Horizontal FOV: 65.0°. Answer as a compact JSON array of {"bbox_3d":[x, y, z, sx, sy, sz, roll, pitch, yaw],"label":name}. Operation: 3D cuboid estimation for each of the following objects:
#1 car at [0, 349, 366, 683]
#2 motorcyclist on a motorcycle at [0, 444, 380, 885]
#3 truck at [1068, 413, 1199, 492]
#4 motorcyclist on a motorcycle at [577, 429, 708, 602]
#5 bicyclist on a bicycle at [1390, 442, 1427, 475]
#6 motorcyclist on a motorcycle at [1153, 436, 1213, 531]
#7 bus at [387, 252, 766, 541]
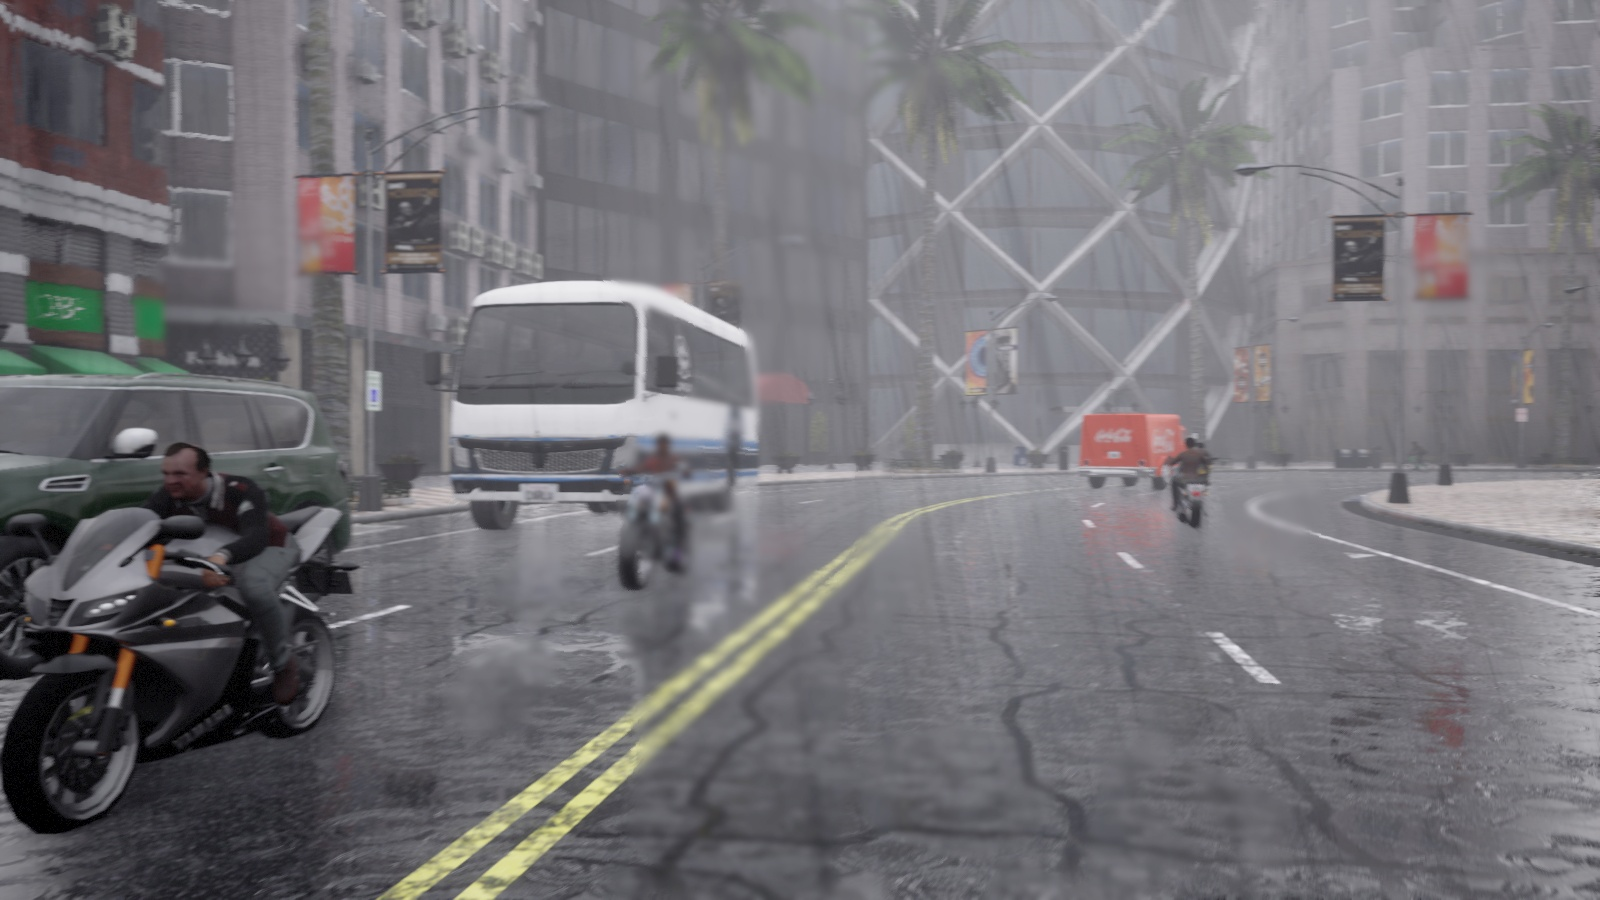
[{"bbox_3d":[-5.692,0.393,9.614,2.150,2.045,5.566,0,0,8],"label":"car"},{"bbox_3d":[-2.771,0.741,5.507,0.866,1.530,2.191,0,0,8],"label":"motorcyclist on a motorcycle"},{"bbox_3d":[11.244,0.052,42.052,2.627,2.467,5.204,0,0,34],"label":"truck"},{"bbox_3d":[-1.602,0.616,13.227,0.766,1.649,2.350,0,1,9],"label":"motorcyclist on a motorcycle"},{"bbox_3d":[30.782,0.429,63.526,1.656,1.620,0.582,0,1,-12],"label":"bicyclist on a bicycle"},{"bbox_3d":[7.003,0.586,23.058,0.766,1.649,2.350,0,0,10],"label":"motorcyclist on a motorcycle"},{"bbox_3d":[-3.522,-0.778,23.825,3.944,4.253,10.273,0,0,9],"label":"bus"}]
